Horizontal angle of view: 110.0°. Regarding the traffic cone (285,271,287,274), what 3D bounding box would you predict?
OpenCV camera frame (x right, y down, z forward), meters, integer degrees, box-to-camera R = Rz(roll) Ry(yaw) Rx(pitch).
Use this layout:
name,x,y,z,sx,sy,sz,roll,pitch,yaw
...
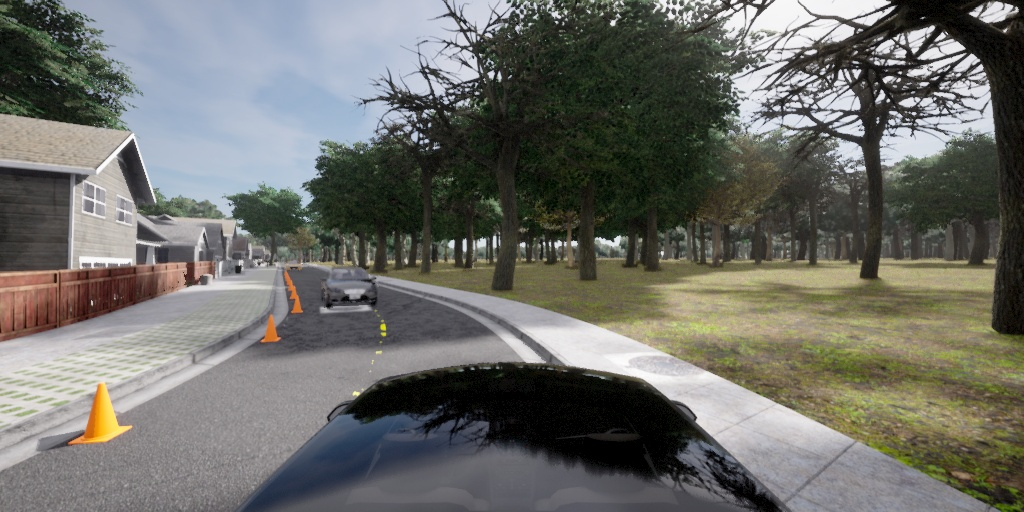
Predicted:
name,x,y,z,sx,sy,sz,roll,pitch,yaw
traffic cone,-18.272,1.742,29.204,0.340,0.580,0.340,0,0,-33

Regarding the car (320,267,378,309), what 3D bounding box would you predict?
name,x,y,z,sx,sy,sz,roll,pitch,yaw
car,-6.962,1.231,15.170,2.128,1.511,4.902,1,-1,-31

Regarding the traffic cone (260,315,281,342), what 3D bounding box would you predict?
name,x,y,z,sx,sy,sz,roll,pitch,yaw
traffic cone,-5.633,1.677,8.378,0.340,0.580,0.340,0,0,-19

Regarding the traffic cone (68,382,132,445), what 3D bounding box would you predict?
name,x,y,z,sx,sy,sz,roll,pitch,yaw
traffic cone,-4.533,1.695,3.962,0.340,0.580,0.340,0,0,-9

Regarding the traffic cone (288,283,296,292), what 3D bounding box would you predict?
name,x,y,z,sx,sy,sz,roll,pitch,yaw
traffic cone,-10.105,1.678,16.619,0.340,0.580,0.340,0,0,-33

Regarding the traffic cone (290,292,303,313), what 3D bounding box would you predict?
name,x,y,z,sx,sy,sz,roll,pitch,yaw
traffic cone,-7.506,1.669,12.525,0.340,0.580,0.340,0,0,-29

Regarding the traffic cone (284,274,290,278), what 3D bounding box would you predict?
name,x,y,z,sx,sy,sz,roll,pitch,yaw
traffic cone,-15.550,1.721,25.008,0.340,0.580,0.340,0,0,-33

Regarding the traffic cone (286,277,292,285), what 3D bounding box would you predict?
name,x,y,z,sx,sy,sz,roll,pitch,yaw
traffic cone,-12.828,1.699,20.814,0.340,0.580,0.340,0,0,-33

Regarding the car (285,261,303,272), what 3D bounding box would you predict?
name,x,y,z,sx,sy,sz,roll,pitch,yaw
car,-30.956,1.403,50.789,1.882,1.535,5.008,1,-1,-33
